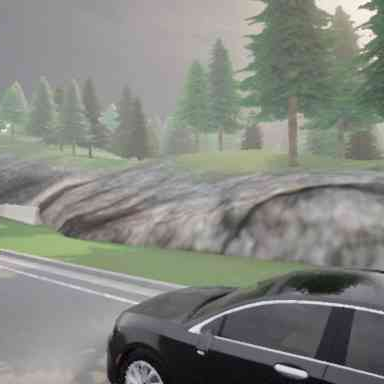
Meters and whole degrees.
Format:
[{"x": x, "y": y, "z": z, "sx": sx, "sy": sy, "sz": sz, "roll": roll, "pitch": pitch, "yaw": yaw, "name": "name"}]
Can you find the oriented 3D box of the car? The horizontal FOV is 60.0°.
[{"x": 1.263, "y": 1.511, "z": 3.095, "sx": 4.892, "sy": 1.490, "sz": 1.837, "roll": 0, "pitch": 0, "yaw": 36, "name": "car"}]
